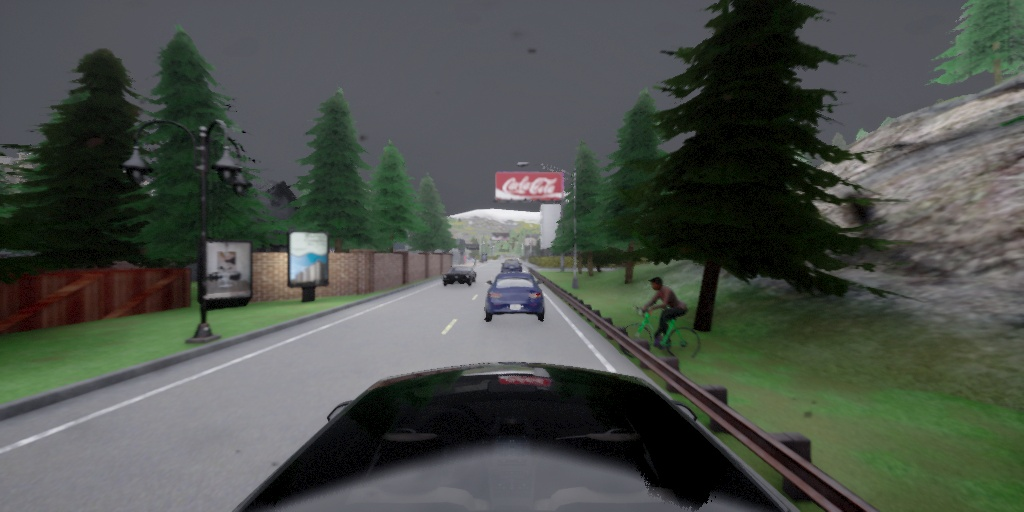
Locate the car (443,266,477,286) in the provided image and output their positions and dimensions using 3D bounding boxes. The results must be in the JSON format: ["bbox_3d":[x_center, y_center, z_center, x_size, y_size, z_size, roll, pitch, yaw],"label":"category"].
[{"bbox_3d":[-3.561,1.400,25.040,1.895,1.301,4.718,0,0,0],"label":"car"}]

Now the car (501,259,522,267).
[{"bbox_3d":[-0.018,1.086,36.244,2.097,1.767,4.553,0,0,0],"label":"car"}]

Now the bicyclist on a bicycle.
[{"bbox_3d":[2.948,1.242,7.080,1.656,1.620,0.582,4,1,-1],"label":"bicyclist on a bicycle"}]

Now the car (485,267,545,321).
[{"bbox_3d":[0.092,1.271,12.386,1.812,1.442,4.674,0,0,0],"label":"car"}]
